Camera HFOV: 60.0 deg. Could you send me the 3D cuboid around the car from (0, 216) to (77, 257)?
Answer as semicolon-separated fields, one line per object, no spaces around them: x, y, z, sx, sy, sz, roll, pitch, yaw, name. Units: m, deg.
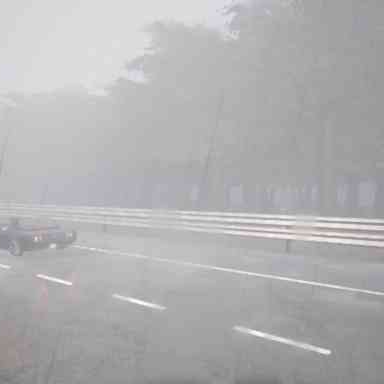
-6.663;1.603;12.927;4.718;1.301;1.895;0;0;36;car
